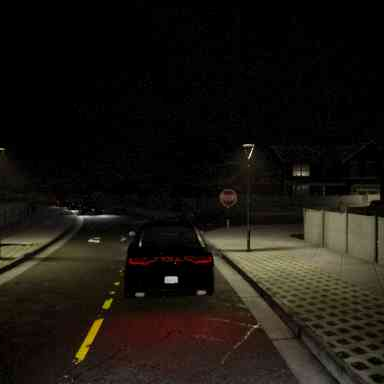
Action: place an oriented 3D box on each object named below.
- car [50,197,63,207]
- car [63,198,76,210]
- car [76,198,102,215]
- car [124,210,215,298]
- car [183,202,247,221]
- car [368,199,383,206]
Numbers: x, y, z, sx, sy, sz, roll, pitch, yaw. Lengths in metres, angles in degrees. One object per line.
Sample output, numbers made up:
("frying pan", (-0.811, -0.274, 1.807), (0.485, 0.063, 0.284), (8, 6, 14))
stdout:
("car", (-20.371, 1.454, 51.213), (1.882, 1.535, 5.008), (0, 0, -36))
("car", (-14.909, 1.495, 42.861), (1.812, 1.442, 4.674), (0, 0, -30))
("car", (-10.443, 1.477, 34.027), (1.837, 1.490, 4.892), (0, 0, -24))
("car", (-0.636, 1.474, 8.626), (1.882, 1.535, 5.008), (0, 0, -6))
("car", (1.561, 1.435, 24.707), (5.357, 1.411, 2.033), (-1, 1, -3))
("car", (17.185, 0.910, 26.924), (5.566, 2.045, 2.150), (0, 0, -10))
